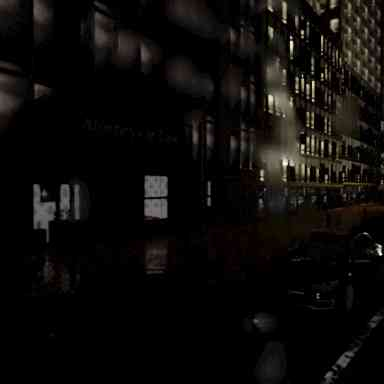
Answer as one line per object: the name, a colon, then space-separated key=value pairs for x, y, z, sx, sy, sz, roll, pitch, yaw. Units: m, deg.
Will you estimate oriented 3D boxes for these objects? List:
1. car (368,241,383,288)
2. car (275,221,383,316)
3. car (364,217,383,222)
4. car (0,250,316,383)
car: x=4.608 y=1.492 z=5.304 sx=2.128 sy=1.511 sz=4.902 roll=0 pitch=0 yaw=40
car: x=3.073 y=1.549 z=7.505 sx=2.008 sy=1.369 sz=4.403 roll=-1 pitch=0 yaw=40
car: x=6.763 y=1.581 z=11.827 sx=1.802 sy=1.307 sz=4.206 roll=-1 pitch=0 yaw=40
car: x=-0.616 y=1.542 z=3.181 sx=1.887 sy=1.381 sz=4.507 roll=-1 pitch=0 yaw=40
